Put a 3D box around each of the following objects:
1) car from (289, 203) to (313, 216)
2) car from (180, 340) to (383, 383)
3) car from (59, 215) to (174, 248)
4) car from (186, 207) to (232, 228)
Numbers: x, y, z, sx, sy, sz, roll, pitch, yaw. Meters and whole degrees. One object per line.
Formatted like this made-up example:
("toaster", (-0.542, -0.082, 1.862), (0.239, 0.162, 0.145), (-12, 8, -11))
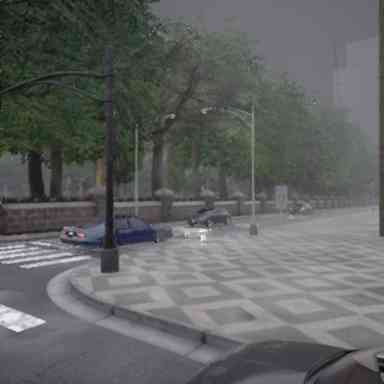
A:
("car", (15.208, 2.342, 46.333), (2.097, 1.767, 4.553), (0, -1, 35))
("car", (1.789, 1.551, 1.691), (4.403, 1.369, 2.008), (0, 0, 35))
("car", (-3.272, 1.790, 15.450), (2.033, 1.411, 5.357), (0, -1, 41))
("car", (1.478, 1.994, 26.901), (1.837, 1.490, 4.892), (0, -1, 35))
